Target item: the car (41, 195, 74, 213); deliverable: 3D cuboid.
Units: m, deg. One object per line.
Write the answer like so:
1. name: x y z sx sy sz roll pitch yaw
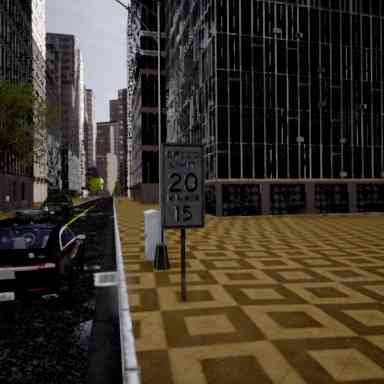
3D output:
1. car: -11.488 1.266 28.524 2.150 2.045 5.566 -1 0 -13

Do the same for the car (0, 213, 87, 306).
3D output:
1. car: -3.630 1.496 7.794 2.128 1.511 4.902 -1 0 -13

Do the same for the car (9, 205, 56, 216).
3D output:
1. car: -9.044 1.635 18.226 1.895 1.301 4.718 -1 0 -13
